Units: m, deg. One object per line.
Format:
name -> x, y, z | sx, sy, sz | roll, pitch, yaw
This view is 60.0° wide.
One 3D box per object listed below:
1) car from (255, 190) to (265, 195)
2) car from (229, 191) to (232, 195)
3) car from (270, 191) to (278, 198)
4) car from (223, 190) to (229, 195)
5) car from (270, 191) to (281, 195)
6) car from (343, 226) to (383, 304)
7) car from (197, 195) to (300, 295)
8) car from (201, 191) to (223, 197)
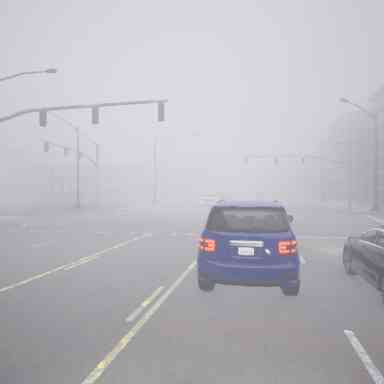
car -> 15.504, 0.904, 75.469 | 1.994, 1.385, 4.181 | 0, 1, 11
car -> 7.070, 0.724, 69.038 | 2.150, 2.045, 5.566 | 0, 1, 11
car -> 20.909, 0.609, 84.589 | 1.837, 1.490, 4.892 | 0, 1, 11
car -> 4.723, 0.917, 57.801 | 2.150, 2.045, 5.566 | 0, 2, 12
car -> 18.927, 0.707, 74.740 | 2.097, 1.767, 4.553 | 0, 1, 11
car -> 4.806, 1.492, 7.432 | 2.128, 1.511, 4.902 | 0, 0, 11
car -> 1.544, 1.221, 8.964 | 2.150, 2.045, 5.566 | 0, 0, 11
car -> 2.643, 1.079, 47.512 | 2.150, 2.045, 5.566 | 0, 1, 11
